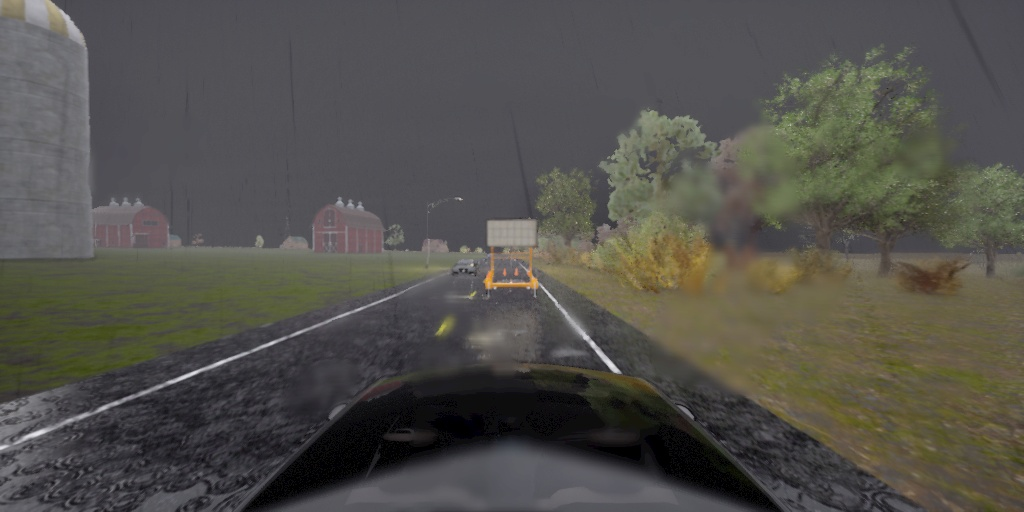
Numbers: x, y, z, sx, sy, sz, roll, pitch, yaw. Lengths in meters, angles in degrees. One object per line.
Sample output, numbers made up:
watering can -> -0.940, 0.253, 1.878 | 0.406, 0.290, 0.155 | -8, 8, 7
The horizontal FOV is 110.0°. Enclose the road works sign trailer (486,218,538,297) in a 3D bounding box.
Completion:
road works sign trailer -> -0.021, -0.008, 16.970 | 2.380, 3.560, 2.880 | 0, 0, -1

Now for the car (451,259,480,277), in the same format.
car -> -3.717, 0.914, 29.356 | 1.994, 1.385, 4.181 | 0, 1, 0
